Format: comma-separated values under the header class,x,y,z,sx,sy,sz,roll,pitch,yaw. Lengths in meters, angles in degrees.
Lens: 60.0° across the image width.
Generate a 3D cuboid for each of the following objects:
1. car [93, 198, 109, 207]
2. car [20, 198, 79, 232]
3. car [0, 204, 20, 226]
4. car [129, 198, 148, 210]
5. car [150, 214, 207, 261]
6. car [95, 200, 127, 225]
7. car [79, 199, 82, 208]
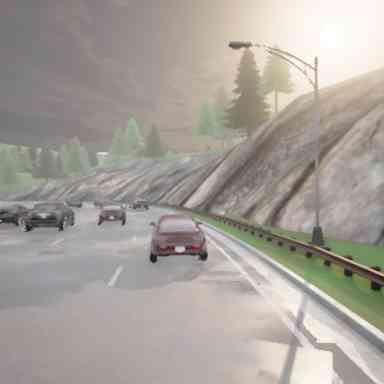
class,x,y,z,sx,sy,sz,roll,pitch,yaw
car,-13.358,1.650,49.741,2.033,1.411,5.357,0,0,-30
car,-8.787,1.419,20.995,2.097,1.767,4.553,0,0,-9
car,-12.828,1.604,23.789,1.837,1.490,4.892,0,0,-10
car,-7.026,1.560,43.412,1.837,1.490,4.892,1,0,-21
car,-0.565,1.530,12.213,1.812,1.442,4.674,0,0,-5
car,-5.881,1.571,24.859,1.812,1.442,4.674,0,0,-11
car,-17.847,1.628,50.036,2.128,1.511,4.902,0,0,-29
